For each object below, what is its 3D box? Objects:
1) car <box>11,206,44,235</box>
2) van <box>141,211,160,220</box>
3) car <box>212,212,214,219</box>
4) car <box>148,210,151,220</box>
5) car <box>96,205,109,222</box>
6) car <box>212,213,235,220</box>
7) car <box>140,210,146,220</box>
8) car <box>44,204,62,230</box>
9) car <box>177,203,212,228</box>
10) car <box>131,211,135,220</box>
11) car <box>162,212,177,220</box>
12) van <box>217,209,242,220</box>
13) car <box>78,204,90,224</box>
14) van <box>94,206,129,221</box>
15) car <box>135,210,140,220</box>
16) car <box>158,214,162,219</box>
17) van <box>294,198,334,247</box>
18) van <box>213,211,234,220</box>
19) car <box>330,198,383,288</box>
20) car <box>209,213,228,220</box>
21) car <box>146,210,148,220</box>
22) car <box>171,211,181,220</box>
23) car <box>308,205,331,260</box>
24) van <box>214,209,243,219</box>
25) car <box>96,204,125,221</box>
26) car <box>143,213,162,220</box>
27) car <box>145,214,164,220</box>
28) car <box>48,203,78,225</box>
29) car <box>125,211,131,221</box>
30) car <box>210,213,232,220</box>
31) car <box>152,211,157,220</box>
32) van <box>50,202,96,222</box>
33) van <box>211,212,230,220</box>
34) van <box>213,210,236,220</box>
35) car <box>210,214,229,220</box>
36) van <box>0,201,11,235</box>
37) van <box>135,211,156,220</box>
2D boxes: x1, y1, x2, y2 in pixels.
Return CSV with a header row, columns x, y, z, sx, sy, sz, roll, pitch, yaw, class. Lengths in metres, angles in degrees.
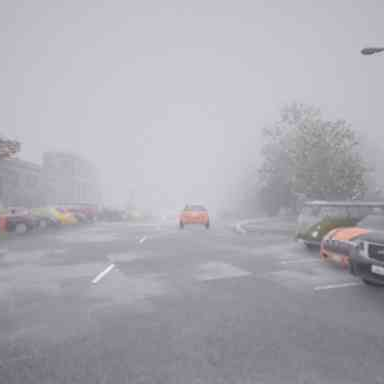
x,y,z,sx,sy,sz,roll,pitch,yaw,class
-11.378,1.672,18.931,5.008,1.535,2.097,0,-1,-20,car
-10.478,5.897,83.319,4.442,1.987,1.878,1,-5,-19,van
7.015,4.979,68.285,4.674,1.452,2.002,2,-4,-19,car
-10.875,4.504,62.790,4.892,1.521,2.231,1,-4,-19,car
-11.255,2.312,33.538,4.892,1.521,2.231,0,-3,-19,car
7.095,5.440,74.161,4.674,1.452,2.002,2,-5,-19,car
-11.144,4.046,56.880,5.366,1.575,1.946,1,-4,-19,car
-11.360,1.761,21.857,4.892,1.521,2.231,0,-2,-20,car
0.197,1.789,25.948,2.097,1.767,4.553,0,-2,0,car
-11.122,3.408,48.157,4.792,1.488,2.163,1,-4,-19,car
-4.367,5.073,69.573,2.128,1.511,4.902,0,-4,1,car
7.038,4.262,62.481,4.442,1.987,1.878,2,-5,-19,van
-11.321,1.998,27.701,4.892,1.521,2.231,0,-3,-20,car
-11.028,2.932,45.307,4.442,1.987,1.878,1,-5,-19,van
-11.231,3.598,51.036,5.366,1.575,1.946,1,-4,-19,car
-10.619,5.885,80.334,5.008,1.535,2.097,1,-5,-19,car
6.310,1.358,13.665,4.442,1.987,1.878,1,-1,-20,van
7.255,5.414,77.153,4.442,1.987,1.878,2,-5,-19,van
6.386,1.278,7.701,5.566,2.045,2.435,1,0,-20,car
7.332,6.693,91.767,4.553,1.767,2.185,2,-5,-19,car
-10.893,4.307,59.870,4.792,1.488,2.163,1,-5,-19,car
-4.135,6.030,85.351,2.150,2.045,5.566,0,-5,1,car
6.444,1.427,10.721,4.553,1.767,2.185,1,-1,-20,car
6.777,4.025,59.460,4.442,1.987,1.878,2,-4,-19,van
-11.182,2.459,39.421,5.566,2.045,2.435,1,-4,-19,car
-10.529,6.470,89.110,4.553,1.767,2.185,1,-5,-19,car
-10.460,6.834,92.029,4.892,1.521,2.231,1,-5,-19,car
-11.508,1.865,24.711,5.366,1.575,1.946,0,-2,-20,car
-10.996,2.930,42.382,5.366,1.575,1.946,1,-5,-19,car
7.221,6.105,82.964,4.892,1.521,2.231,2,-5,-19,car
-10.826,4.707,68.646,5.566,2.045,2.435,1,-5,-19,car
-11.401,1.918,30.593,4.442,1.987,1.878,0,-3,-20,van
7.381,6.122,85.960,4.442,1.987,1.878,2,-5,-19,van
6.951,4.939,71.200,4.442,1.987,1.878,2,-4,-19,van
7.342,6.611,88.841,4.792,1.488,2.163,2,-5,-19,car
-11.497,1.380,15.966,4.442,1.987,1.878,0,-1,-20,van
-10.780,5.425,77.386,4.442,1.987,1.878,1,-5,-19,van
